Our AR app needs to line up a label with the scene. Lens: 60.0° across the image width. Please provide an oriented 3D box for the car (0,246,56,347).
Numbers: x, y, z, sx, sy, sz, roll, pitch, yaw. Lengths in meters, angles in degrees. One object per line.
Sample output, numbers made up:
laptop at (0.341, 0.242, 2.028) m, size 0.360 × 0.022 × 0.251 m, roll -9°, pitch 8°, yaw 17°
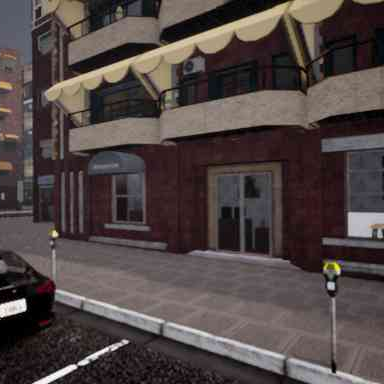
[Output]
car at (-4.064, 1.582, 5.632) m, size 4.313 × 1.339 × 1.947 m, roll 0°, pitch -1°, yaw 36°
